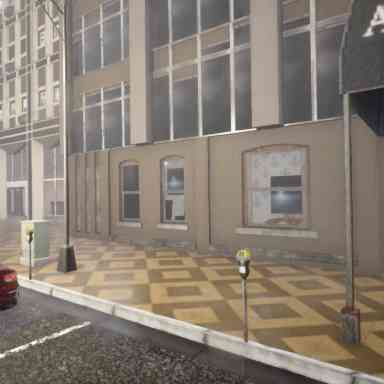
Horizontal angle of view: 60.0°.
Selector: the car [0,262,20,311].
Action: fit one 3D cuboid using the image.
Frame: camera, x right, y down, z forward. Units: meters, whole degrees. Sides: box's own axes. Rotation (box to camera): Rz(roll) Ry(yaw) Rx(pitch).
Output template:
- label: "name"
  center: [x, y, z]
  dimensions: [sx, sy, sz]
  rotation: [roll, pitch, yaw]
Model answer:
- label: "car"
  center: [-4.954, 1.584, 6.419]
  dimensions: [4.206, 1.307, 1.802]
  rotation: [0, -1, 36]
